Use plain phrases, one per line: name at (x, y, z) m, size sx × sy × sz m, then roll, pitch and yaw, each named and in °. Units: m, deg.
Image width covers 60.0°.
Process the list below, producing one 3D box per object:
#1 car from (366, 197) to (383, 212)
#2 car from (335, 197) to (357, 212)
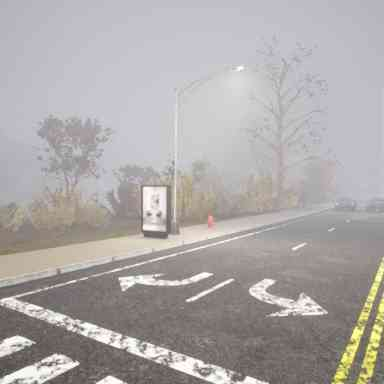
car at (21.330, 1.392, 38.257) m, size 2.097 × 1.767 × 4.553 m, roll 0°, pitch 0°, yaw 30°
car at (18.519, 1.389, 39.887) m, size 2.097 × 1.767 × 4.553 m, roll 0°, pitch 0°, yaw 30°
